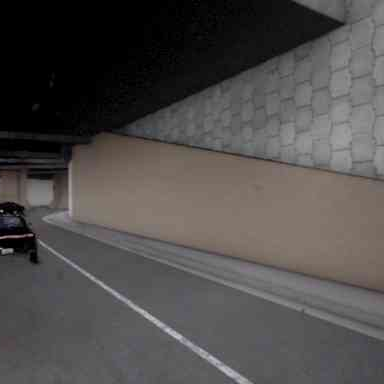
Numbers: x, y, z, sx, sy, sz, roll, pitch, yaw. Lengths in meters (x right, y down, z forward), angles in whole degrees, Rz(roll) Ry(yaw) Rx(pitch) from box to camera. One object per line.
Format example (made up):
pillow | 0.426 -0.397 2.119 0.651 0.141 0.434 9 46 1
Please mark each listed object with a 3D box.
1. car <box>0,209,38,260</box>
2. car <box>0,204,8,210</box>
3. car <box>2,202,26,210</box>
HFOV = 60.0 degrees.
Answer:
car | -6.976 1.623 12.275 2.128 1.511 4.902 0 0 -33
car | -15.167 1.839 24.879 1.994 1.385 4.181 0 0 -30
car | -20.048 1.863 36.843 1.882 1.535 5.008 -1 0 -9
